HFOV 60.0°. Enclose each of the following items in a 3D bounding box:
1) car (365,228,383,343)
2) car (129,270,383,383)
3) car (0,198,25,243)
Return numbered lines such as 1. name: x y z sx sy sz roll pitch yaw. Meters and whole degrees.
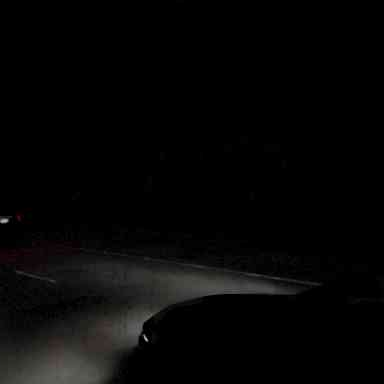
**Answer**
1. car: 5.269 1.483 4.532 4.902 1.511 2.128 0 0 35
2. car: 1.527 1.527 2.903 4.674 1.442 1.812 0 0 36
3. car: -9.993 1.325 15.421 5.566 2.045 2.150 -1 0 36
